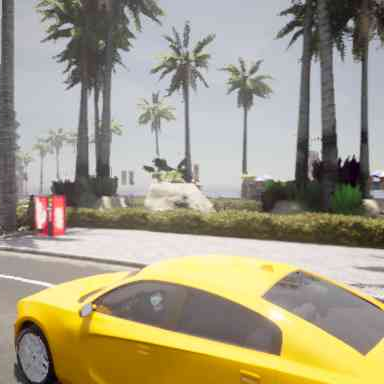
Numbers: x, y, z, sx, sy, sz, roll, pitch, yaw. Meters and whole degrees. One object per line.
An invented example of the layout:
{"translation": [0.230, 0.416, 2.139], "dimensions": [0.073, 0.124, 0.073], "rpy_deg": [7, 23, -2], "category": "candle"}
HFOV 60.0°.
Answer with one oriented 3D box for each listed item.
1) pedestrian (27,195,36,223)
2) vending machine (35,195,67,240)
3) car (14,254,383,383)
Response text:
{"translation": [-8.039, 1.039, 16.635], "dimensions": [0.375, 1.860, 0.375], "rpy_deg": [0, 0, 24], "category": "pedestrian"}
{"translation": [-6.824, 1.184, 16.085], "dimensions": [0.880, 2.100, 1.100], "rpy_deg": [0, 0, 25], "category": "vending machine"}
{"translation": [0.034, 1.464, 3.663], "dimensions": [5.008, 1.535, 1.882], "rpy_deg": [0, 0, 34], "category": "car"}
